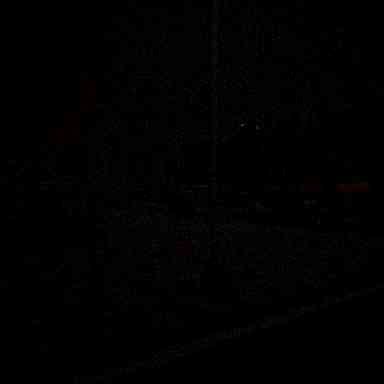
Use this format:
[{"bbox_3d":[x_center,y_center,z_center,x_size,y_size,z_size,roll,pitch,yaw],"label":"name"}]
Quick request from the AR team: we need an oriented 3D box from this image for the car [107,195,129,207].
[{"bbox_3d":[-11.298,1.584,51.884,1.947,1.339,4.313,0,0,-36],"label":"car"}]

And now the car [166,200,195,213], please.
[{"bbox_3d":[-1.321,1.594,38.072,1.947,1.339,4.313,0,0,-36],"label":"car"}]

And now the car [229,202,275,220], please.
[{"bbox_3d":[5.231,1.572,29.002,1.752,1.417,4.829,0,0,-36],"label":"car"}]

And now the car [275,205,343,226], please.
[{"bbox_3d":[8.656,1.606,24.260,1.887,1.381,4.507,0,0,-36],"label":"car"}]
